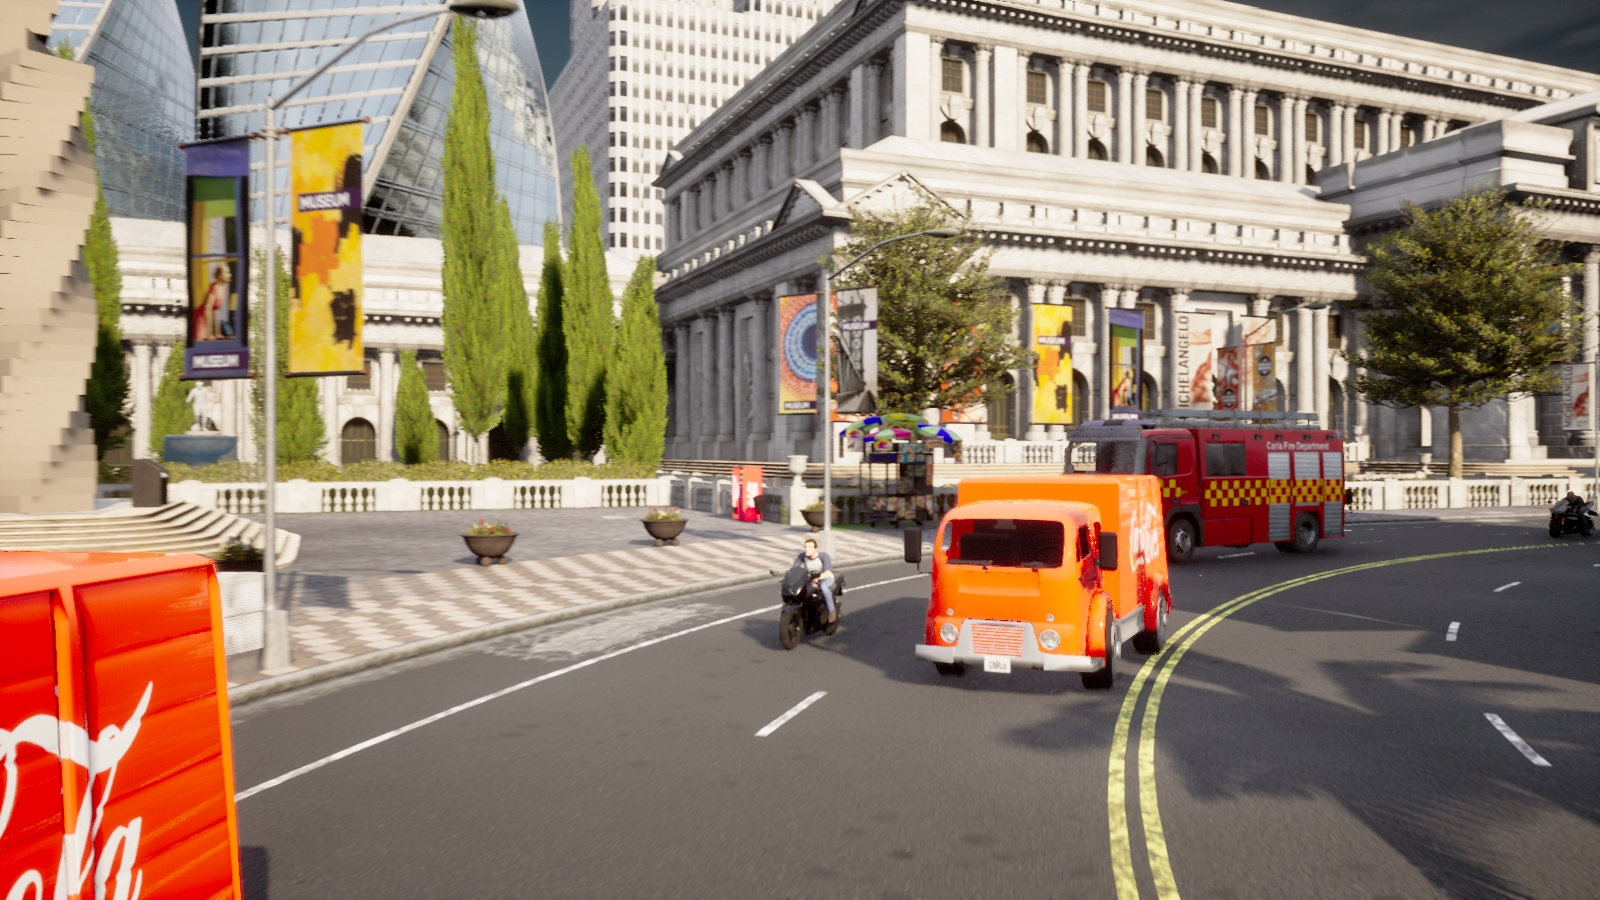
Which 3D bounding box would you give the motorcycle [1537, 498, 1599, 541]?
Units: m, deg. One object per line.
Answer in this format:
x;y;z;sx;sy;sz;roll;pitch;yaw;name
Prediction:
24.832;2.221;36.747;2.209;1.251;0.867;0;0;-25;motorcycle

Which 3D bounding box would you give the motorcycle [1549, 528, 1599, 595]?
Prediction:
15.784;2.223;23.062;0.803;1.145;2.033;2;1;25;motorcycle

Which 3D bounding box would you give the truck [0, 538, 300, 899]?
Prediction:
-3.380;1.566;1.751;2.627;2.467;5.204;0;0;5;truck

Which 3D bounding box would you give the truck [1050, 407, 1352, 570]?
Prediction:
10.777;0.897;30.311;8.468;3.827;2.891;0;0;-32;truck

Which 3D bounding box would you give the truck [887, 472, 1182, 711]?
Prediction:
3.335;1.570;15.124;2.627;2.467;5.204;0;0;26;truck
